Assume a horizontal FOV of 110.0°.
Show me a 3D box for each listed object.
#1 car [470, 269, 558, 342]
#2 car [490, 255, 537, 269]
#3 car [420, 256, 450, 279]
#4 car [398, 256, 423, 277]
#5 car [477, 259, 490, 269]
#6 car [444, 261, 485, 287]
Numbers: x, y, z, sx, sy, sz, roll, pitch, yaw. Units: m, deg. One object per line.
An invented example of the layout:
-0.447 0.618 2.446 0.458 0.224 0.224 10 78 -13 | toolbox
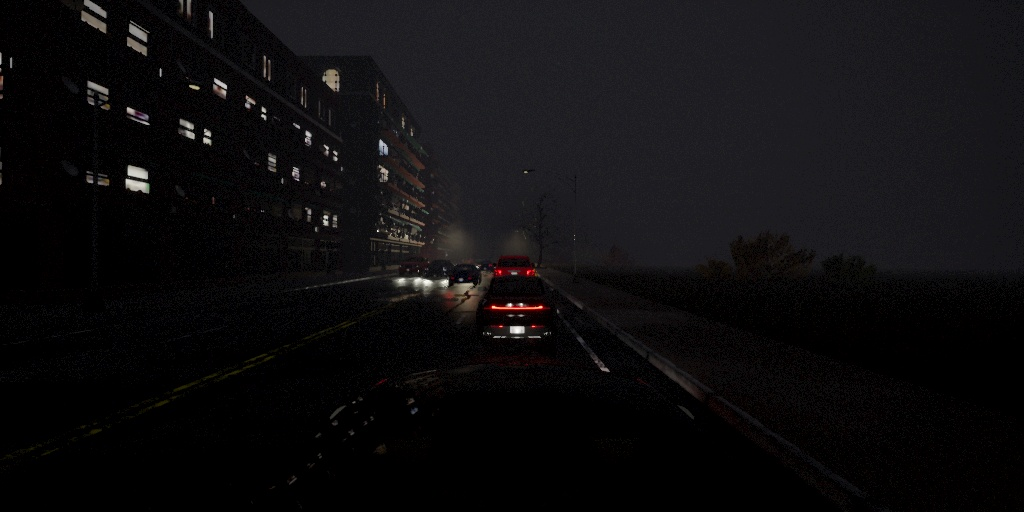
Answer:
0.107 1.256 9.727 1.837 1.490 4.892 0 0 0 | car
0.112 0.975 20.074 2.150 2.045 5.566 0 0 0 | car
-6.580 1.106 32.862 2.097 1.767 4.553 0 0 0 | car
-9.828 0.975 36.649 2.150 2.045 5.566 0 0 0 | car
-3.122 1.280 44.286 1.812 1.442 4.674 0 0 0 | car
-3.135 1.279 24.402 1.812 1.442 4.674 0 0 0 | car
